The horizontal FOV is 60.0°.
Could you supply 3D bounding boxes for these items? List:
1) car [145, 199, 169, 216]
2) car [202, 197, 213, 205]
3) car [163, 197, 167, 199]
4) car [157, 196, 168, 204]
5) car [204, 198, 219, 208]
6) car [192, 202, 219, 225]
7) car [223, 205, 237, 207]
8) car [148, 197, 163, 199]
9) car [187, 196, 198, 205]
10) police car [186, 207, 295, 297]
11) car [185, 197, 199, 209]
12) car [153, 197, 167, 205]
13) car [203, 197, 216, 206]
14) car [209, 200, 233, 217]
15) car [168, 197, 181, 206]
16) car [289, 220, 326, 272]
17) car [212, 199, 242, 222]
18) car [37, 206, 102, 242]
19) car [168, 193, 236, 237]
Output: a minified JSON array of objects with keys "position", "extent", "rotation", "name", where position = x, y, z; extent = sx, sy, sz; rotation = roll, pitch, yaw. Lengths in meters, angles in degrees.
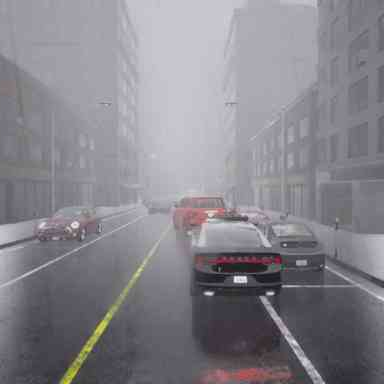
[{"position":[-3.099,1.604,32.488],"extent":[1.895,1.301,4.718],"rotation":[0,0,0],"name":"car"},{"position":[2.766,1.565,60.098],"extent":[1.887,1.381,4.507],"rotation":[-1,0,0],"name":"car"},{"position":[-5.760,1.582,54.595],"extent":[1.947,1.339,4.313],"rotation":[-1,0,0],"name":"car"},{"position":[-5.758,1.570,65.606],"extent":[1.887,1.381,4.507],"rotation":[-1,0,0],"name":"car"},{"position":[2.764,1.578,49.088],"extent":[1.947,1.339,4.313],"rotation":[-1,0,0],"name":"car"},{"position":[0.906,1.527,24.655],"extent":[1.812,1.442,4.674],"rotation":[0,0,0],"name":"car"},{"position":[2.756,1.544,16.057],"extent":[1.887,1.381,4.507],"rotation":[-1,0,0],"name":"car"},{"position":[-5.763,1.453,49.090],"extent":[1.967,1.590,4.097],"rotation":[-1,0,0],"name":"car"},{"position":[0.014,1.498,59.493],"extent":[1.882,1.535,5.008],"rotation":[0,0,0],"name":"car"},{"position":[0.901,1.424,8.763],"extent":[1.930,1.638,5.238],"rotation":[0,0,0],"name":"police car"},{"position":[0.030,1.516,46.849],"extent":[1.837,1.490,4.892],"rotation":[0,0,1],"name":"car"},{"position":[-5.759,1.571,60.100],"extent":[2.008,1.369,4.403],"rotation":[-1,0,0],"name":"car"},{"position":[2.765,1.561,54.593],"extent":[1.887,1.381,4.507],"rotation":[-1,0,0],"name":"car"},{"position":[2.760,1.548,32.572],"extent":[1.887,1.381,4.507],"rotation":[-1,0,0],"name":"car"},{"position":[-2.988,1.583,57.491],"extent":[1.994,1.385,4.181],"rotation":[0,0,0],"name":"car"},{"position":[2.754,1.549,10.551],"extent":[2.008,1.369,4.403],"rotation":[-1,0,0],"name":"car"},{"position":[2.757,1.442,27.067],"extent":[1.967,1.590,4.097],"rotation":[-1,0,0],"name":"car"},{"position":[-5.771,1.439,16.059],"extent":[1.967,1.590,4.097],"rotation":[-1,0,0],"name":"car"},{"position":[0.339,1.210,18.445],"extent":[2.150,2.045,5.566],"rotation":[-1,0,-12],"name":"car"}]
